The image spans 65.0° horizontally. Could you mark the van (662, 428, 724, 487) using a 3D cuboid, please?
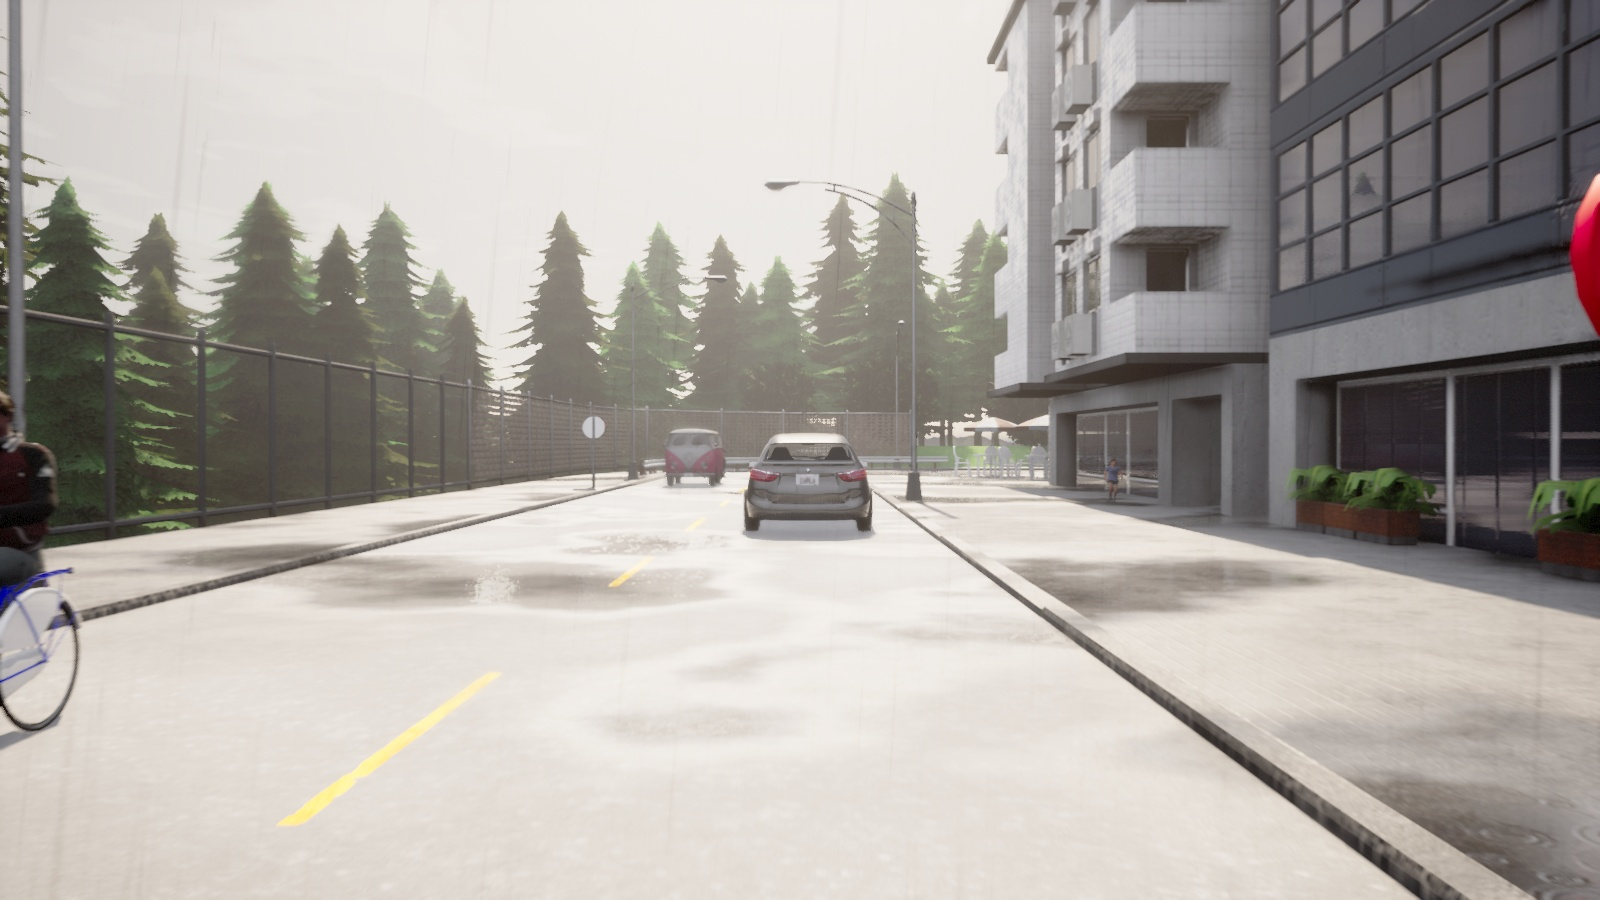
[{"bbox_3d":[-3.726,0.247,44.278,1.775,1.987,4.442,0,0,0],"label":"van"}]

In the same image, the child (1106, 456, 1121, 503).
[{"bbox_3d":[7.446,0.692,29.864,0.255,1.110,0.394,0,0,0],"label":"child"}]

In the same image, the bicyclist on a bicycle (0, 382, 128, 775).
[{"bbox_3d":[-3.949,0.581,5.831,0.659,1.776,1.843,0,0,0],"label":"bicyclist on a bicycle"}]

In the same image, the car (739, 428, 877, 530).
[{"bbox_3d":[0.149,0.463,22.776,2.242,1.667,4.611,0,0,0],"label":"car"}]
